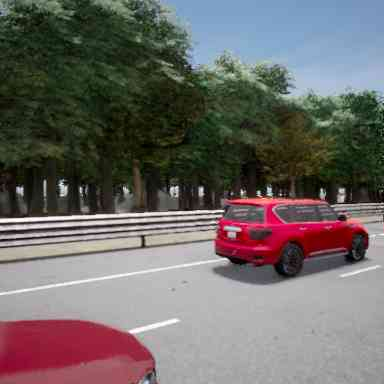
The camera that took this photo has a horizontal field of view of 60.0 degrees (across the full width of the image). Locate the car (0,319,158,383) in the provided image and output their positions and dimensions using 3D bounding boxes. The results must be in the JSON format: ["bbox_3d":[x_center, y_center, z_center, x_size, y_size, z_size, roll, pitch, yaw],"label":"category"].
[{"bbox_3d":[-2.410,1.525,2.026,4.674,1.442,1.812,0,0,-36],"label":"car"}]

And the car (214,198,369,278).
[{"bbox_3d":[3.233,1.216,10.352,5.566,2.045,2.150,0,0,-36],"label":"car"}]
